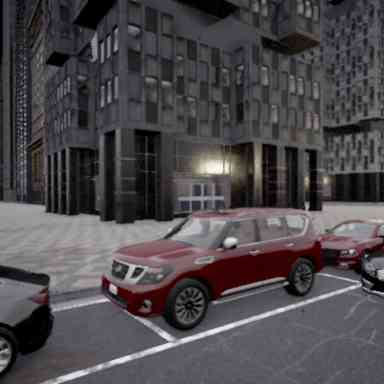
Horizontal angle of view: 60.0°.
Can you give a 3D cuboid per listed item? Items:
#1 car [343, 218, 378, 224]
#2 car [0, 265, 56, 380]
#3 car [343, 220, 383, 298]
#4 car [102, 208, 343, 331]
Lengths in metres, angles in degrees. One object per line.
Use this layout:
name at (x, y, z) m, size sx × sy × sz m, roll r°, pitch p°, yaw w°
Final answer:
car at (5.324, 1.524, 10.319) m, size 4.507 × 1.381 × 1.887 m, roll 0°, pitch 0°, yaw -35°
car at (-3.863, 1.568, 3.779) m, size 4.313 × 1.339 × 1.947 m, roll 0°, pitch 0°, yaw -35°
car at (5.700, 1.474, 7.433) m, size 4.902 × 1.511 × 2.128 m, roll 0°, pitch 0°, yaw -35°
car at (0.729, 1.305, 7.049) m, size 5.009 × 1.841 × 2.192 m, roll 0°, pitch 0°, yaw -35°
